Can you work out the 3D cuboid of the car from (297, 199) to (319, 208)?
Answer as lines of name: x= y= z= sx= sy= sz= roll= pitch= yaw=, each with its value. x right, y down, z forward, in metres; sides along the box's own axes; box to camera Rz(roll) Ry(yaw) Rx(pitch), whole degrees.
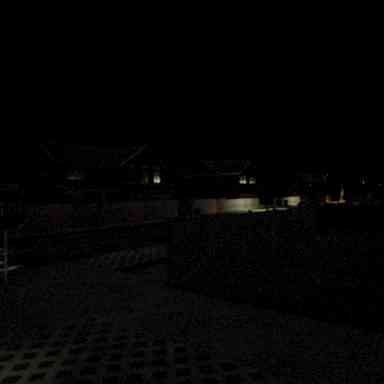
car: x=15.880 y=1.640 z=45.533 sx=1.994 sy=1.385 sz=4.181 roll=0 pitch=0 yaw=36
